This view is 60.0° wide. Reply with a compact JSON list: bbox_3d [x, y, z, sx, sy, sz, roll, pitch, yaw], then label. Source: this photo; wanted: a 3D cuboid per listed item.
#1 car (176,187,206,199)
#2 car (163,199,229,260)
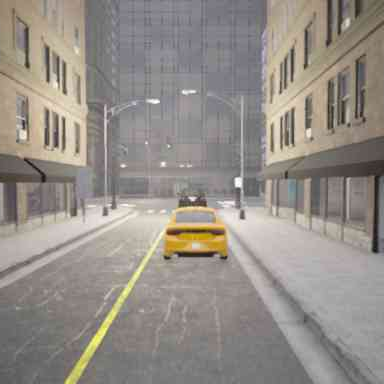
[{"bbox_3d":[-0.048,0.622,26.817,2.150,2.045,5.566,0,1,-2],"label":"car"},{"bbox_3d":[0.103,1.224,11.339,1.882,1.535,5.008,0,1,0],"label":"car"}]
